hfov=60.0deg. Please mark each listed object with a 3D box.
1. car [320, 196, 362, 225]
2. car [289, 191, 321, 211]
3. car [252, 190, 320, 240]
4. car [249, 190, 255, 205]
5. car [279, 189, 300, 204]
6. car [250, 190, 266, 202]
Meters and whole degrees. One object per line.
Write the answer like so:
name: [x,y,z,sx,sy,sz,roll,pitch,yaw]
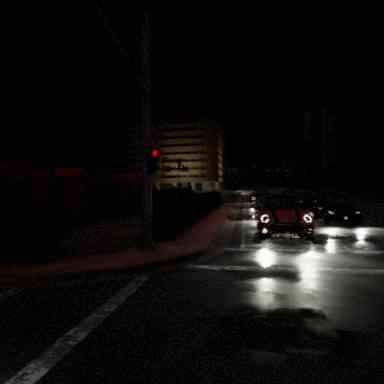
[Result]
car: [8.202,0.987,19.188,1.812,1.442,4.674,-1,1,10]
car: [9.831,0.722,29.285,1.882,1.535,5.008,-1,1,9]
car: [3.868,0.971,14.449,2.097,1.767,4.553,-1,1,9]
car: [6.928,0.564,33.369,2.097,1.767,4.553,-1,1,9]
car: [11.483,0.503,39.469,1.882,1.535,5.008,-1,1,10]
car: [8.567,0.521,43.431,1.812,1.442,4.674,-1,1,9]
